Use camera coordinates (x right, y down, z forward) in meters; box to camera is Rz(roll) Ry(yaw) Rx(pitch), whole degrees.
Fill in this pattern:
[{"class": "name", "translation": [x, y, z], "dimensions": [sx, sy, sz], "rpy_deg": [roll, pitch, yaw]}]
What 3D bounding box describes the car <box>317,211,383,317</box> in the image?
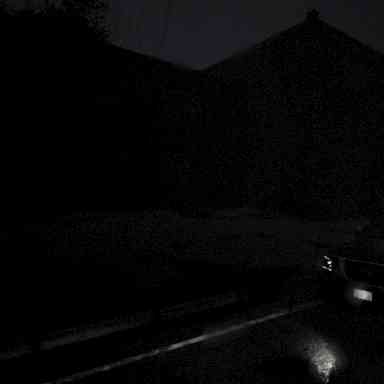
[{"class": "car", "translation": [4.995, 1.327, 6.954], "dimensions": [5.566, 2.045, 2.150], "rpy_deg": [1, 0, -36]}]
